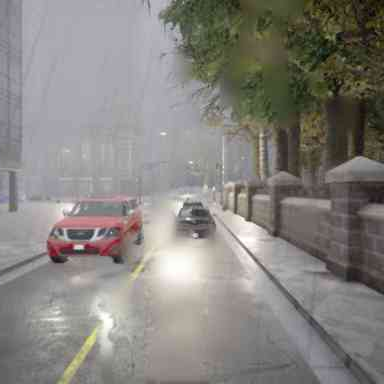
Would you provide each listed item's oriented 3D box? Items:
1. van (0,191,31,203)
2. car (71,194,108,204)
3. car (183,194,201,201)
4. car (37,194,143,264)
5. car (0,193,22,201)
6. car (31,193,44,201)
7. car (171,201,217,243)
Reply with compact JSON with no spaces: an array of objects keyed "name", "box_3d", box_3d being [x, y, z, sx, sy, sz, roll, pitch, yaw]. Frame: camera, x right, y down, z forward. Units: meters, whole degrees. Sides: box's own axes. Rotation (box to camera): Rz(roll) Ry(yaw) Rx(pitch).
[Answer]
[{"name":"van","box_3d":[-26.344,0.737,48.627,3.998,1.788,1.690,1,0,0]},{"name":"car","box_3d":[-14.936,1.044,48.560,4.829,1.417,1.752,1,0,0]},{"name":"car","box_3d":[0.098,1.248,31.495,1.882,1.535,5.008,0,0,0]},{"name":"car","box_3d":[-3.102,1.137,11.885,2.150,2.045,5.566,0,0,0]},{"name":"car","box_3d":[-31.921,0.808,57.186,4.507,1.381,1.887,1,0,0]},{"name":"car","box_3d":[-26.305,0.899,57.153,4.313,1.339,1.947,1,0,0]},{"name":"car","box_3d":[0.099,1.396,15.288,1.837,1.490,4.892,0,1,0]}]
